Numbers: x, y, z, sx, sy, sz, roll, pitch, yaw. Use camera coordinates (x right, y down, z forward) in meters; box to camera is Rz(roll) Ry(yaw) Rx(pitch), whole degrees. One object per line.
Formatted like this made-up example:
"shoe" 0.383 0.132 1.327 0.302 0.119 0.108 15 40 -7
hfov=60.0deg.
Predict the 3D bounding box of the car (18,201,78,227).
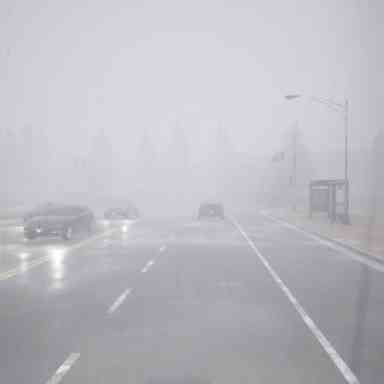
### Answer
"car" -9.403 1.374 22.138 1.994 1.385 4.181 0 1 4

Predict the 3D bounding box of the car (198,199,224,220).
"car" 1.492 1.271 25.939 1.882 1.535 5.008 0 0 3

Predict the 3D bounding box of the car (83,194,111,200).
"car" -12.841 1.065 46.238 4.892 1.490 1.837 1 0 18

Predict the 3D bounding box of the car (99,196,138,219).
"car" -5.597 1.304 26.706 1.812 1.442 4.674 0 0 4

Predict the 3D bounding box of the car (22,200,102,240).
"car" -6.254 1.366 16.299 1.837 1.490 4.892 0 0 3
